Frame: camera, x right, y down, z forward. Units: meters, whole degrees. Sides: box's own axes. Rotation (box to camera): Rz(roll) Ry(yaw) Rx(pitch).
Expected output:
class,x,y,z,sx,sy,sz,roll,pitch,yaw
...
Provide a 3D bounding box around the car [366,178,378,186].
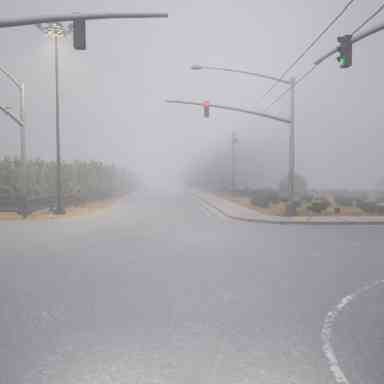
class,x,y,z,sx,sy,sz,roll,pitch,yaw
car,42.122,-2.293,77.603,1.905,1.878,3.866,10,10,41
